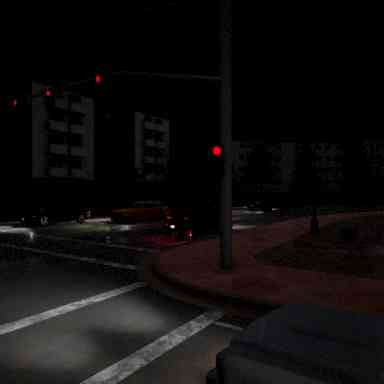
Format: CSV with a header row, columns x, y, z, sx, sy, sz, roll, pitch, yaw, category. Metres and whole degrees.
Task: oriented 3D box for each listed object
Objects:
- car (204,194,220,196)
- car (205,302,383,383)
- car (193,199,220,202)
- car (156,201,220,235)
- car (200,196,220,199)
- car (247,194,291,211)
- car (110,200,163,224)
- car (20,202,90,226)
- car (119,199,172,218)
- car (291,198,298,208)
x,y,z,sx,sy,sz,roll,pitch,yaw,category
2.382,1.221,39.448,5.566,2.045,2.150,0,0,-45,car
2.438,1.601,2.294,4.718,1.301,1.895,0,0,37,car
0.712,1.525,26.098,1.812,1.442,4.674,0,0,34,car
0.317,1.505,19.100,1.837,1.490,4.892,0,0,33,car
1.476,1.478,33.058,1.882,1.535,5.008,0,0,39,car
9.201,1.222,40.707,5.566,2.045,2.150,0,0,-36,car
-4.001,1.478,25.490,1.882,1.535,5.008,0,0,34,car
-9.542,1.505,23.514,1.837,1.490,4.892,0,0,35,car
-4.262,1.491,31.244,2.128,1.511,4.902,0,0,35,car
12.720,1.478,47.183,5.008,1.535,1.882,0,0,-29,car
